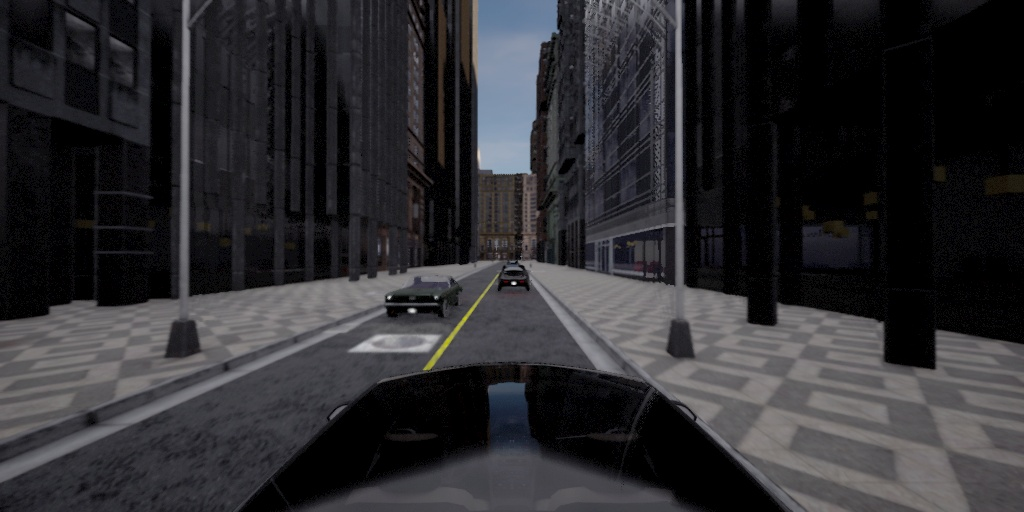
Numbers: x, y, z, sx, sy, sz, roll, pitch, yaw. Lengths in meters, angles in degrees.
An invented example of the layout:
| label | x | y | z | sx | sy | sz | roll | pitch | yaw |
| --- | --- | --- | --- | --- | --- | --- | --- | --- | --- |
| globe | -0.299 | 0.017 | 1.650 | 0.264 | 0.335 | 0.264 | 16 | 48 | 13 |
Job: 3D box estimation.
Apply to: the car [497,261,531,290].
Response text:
| label | x | y | z | sx | sy | sz | roll | pitch | yaw |
| --- | --- | --- | --- | --- | --- | --- | --- | --- | --- |
| car | 0.106 | 1.271 | 22.490 | 1.837 | 1.490 | 4.892 | 0 | 0 | 0 |

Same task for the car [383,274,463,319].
| label | x | y | z | sx | sy | sz | roll | pitch | yaw |
| --- | --- | --- | --- | --- | --- | --- | --- | --- | --- |
| car | -3.008 | 1.358 | 13.062 | 1.895 | 1.301 | 4.718 | 0 | 0 | 0 |
